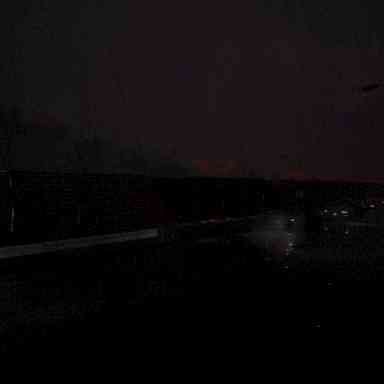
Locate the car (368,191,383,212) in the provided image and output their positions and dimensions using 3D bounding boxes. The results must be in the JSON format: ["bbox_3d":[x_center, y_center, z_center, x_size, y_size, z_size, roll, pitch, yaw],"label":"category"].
[{"bbox_3d":[18.894,0.938,33.488,2.150,2.045,5.566,-1,0,43],"label":"car"}]

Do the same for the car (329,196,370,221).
[{"bbox_3d":[11.849,1.325,25.639,1.837,1.490,4.892,-1,0,42],"label":"car"}]

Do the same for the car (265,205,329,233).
[{"bbox_3d":[5.920,1.472,19.018,1.994,1.385,4.181,-1,0,42],"label":"car"}]
